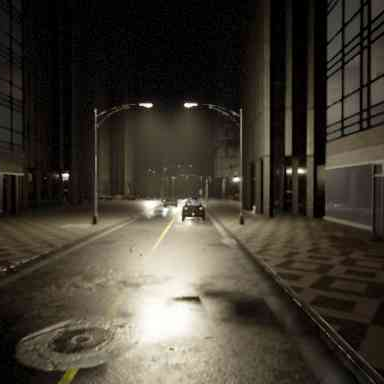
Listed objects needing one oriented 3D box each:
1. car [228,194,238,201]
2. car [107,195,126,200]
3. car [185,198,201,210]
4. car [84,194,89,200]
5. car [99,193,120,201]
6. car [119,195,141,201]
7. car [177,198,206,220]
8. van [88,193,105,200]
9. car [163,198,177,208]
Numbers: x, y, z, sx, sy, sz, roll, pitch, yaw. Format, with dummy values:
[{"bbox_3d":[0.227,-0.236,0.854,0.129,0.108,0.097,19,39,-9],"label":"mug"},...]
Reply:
[{"bbox_3d":[12.164,1.483,81.944,5.009,1.841,2.192,0,1,0],"label":"car"},{"bbox_3d":[-20.582,1.420,90.391,4.829,1.417,1.752,0,1,0],"label":"car"},{"bbox_3d":[0.119,1.518,44.518,2.033,1.411,5.357,0,0,0],"label":"car"},{"bbox_3d":[-25.927,1.312,81.848,5.009,1.841,2.192,0,1,0],"label":"car"},{"bbox_3d":[-20.403,1.571,81.865,4.403,1.369,2.008,0,1,0],"label":"car"},{"bbox_3d":[-14.878,1.588,81.880,4.507,1.381,1.887,0,1,0],"label":"car"},{"bbox_3d":[0.112,1.465,27.384,2.128,1.511,4.902,0,0,0],"label":"car"},{"bbox_3d":[-25.935,1.213,90.377,3.998,1.788,1.690,0,1,0],"label":"van"},{"bbox_3d":[-3.060,1.573,48.003,1.895,1.301,4.718,0,0,0],"label":"car"}]
